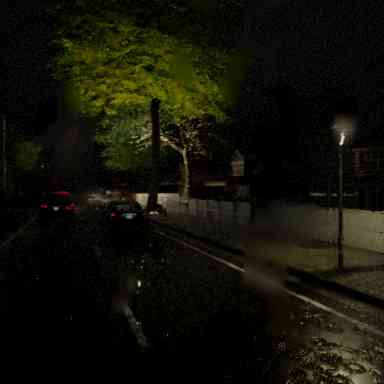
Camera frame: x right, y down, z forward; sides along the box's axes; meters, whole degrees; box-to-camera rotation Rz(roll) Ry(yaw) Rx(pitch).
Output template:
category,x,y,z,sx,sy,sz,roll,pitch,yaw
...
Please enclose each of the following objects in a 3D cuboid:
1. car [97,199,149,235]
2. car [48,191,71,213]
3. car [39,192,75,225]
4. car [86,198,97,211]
category,x,y,z,sx,sy,sz,roll,pitch,yaw
car,-3.848,1.246,18.432,2.097,1.767,4.553,0,0,-21
car,-14.303,1.005,36.108,2.150,2.045,5.566,0,1,-20
car,-9.501,1.109,23.490,2.150,2.045,5.566,0,1,-20
car,-10.760,1.361,36.832,1.895,1.301,4.718,0,1,-20
